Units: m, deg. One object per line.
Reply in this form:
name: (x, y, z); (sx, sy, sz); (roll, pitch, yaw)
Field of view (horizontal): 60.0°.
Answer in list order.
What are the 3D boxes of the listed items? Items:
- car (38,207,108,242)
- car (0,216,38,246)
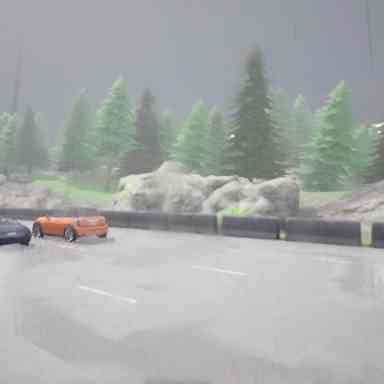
car: (-6.621, 1.599, 17.938); (4.553, 1.767, 2.097); (-1, -1, 38)
car: (-9.390, 1.810, 15.654); (4.181, 1.385, 1.994); (-1, -1, 38)
